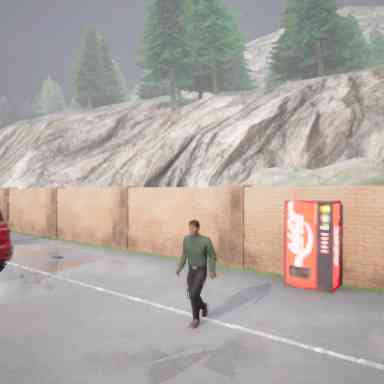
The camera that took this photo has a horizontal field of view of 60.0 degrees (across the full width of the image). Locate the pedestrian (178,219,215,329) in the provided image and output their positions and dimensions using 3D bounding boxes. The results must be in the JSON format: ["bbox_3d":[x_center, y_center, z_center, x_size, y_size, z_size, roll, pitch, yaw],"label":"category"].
[{"bbox_3d":[0.080,1.283,5.580,0.375,1.860,0.375,0,0,37],"label":"pedestrian"}]

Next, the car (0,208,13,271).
[{"bbox_3d":[-7.234,1.185,9.435,5.566,2.045,2.150,1,0,37],"label":"car"}]

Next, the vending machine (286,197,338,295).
[{"bbox_3d":[2.880,1.187,7.953,0.880,2.100,1.100,0,0,36],"label":"vending machine"}]
